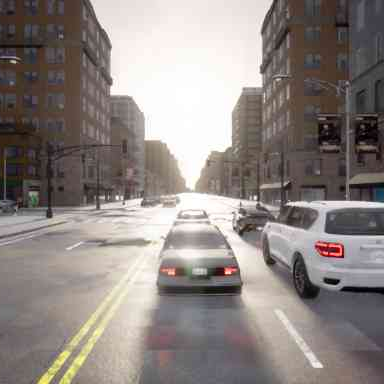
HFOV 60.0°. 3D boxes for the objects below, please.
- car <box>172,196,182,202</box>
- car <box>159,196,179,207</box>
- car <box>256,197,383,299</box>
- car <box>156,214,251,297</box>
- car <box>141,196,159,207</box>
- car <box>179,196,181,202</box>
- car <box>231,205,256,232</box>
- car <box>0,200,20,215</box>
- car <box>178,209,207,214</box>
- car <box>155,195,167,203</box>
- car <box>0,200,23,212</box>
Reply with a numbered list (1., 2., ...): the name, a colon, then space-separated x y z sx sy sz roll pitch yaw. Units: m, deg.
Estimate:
1. car: -3.315 1.530 73.589 2.033 1.411 5.357 0 0 0
2. car: -3.390 1.475 50.446 1.882 1.535 5.008 0 0 0
3. car: 3.342 1.222 8.598 2.150 2.045 5.566 0 0 0
4. car: 0.080 1.548 8.777 2.033 1.411 5.357 0 0 -2
5. car: -6.640 1.502 50.679 1.837 1.490 4.892 0 0 0
6. car: -3.374 1.556 61.268 1.994 1.385 4.181 0 0 0
7. car: 3.335 1.505 18.455 1.837 1.490 4.892 0 0 1
8. car: -19.740 1.485 32.793 4.902 1.511 2.128 0 0 0
9. car: 0.069 1.602 18.426 1.895 1.301 4.718 0 0 2
10. car: -6.563 1.516 71.070 2.128 1.511 4.902 0 0 0
11. car: -22.157 1.580 38.291 4.313 1.339 1.947 0 0 0
